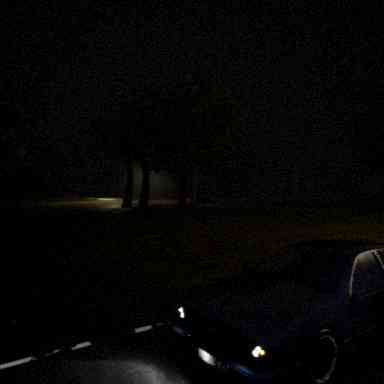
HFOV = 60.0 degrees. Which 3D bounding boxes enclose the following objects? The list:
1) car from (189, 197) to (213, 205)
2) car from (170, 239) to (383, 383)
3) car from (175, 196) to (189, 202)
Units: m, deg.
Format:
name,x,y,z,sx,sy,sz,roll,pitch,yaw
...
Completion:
name,x,y,z,sx,sy,sz,roll,pitch,yaw
car,2.106,1.651,65.630,1.882,1.535,5.008,1,-1,-33
car,2.319,1.542,5.469,5.357,1.411,2.033,0,0,-36
car,-1.933,1.572,71.685,1.994,1.385,4.181,1,0,-34
